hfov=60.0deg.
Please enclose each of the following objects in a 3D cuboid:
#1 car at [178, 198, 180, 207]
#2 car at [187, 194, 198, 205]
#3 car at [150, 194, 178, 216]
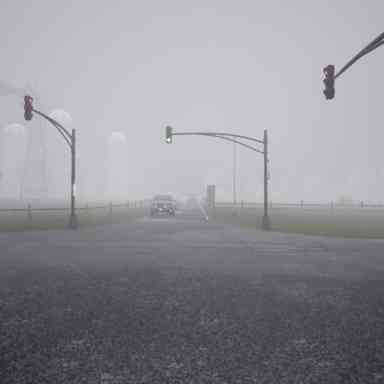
[{"bbox_3d":[-2.844,1.577,43.252,1.812,1.442,4.674,0,0,0],"label":"car"},{"bbox_3d":[0.017,1.588,63.178,1.837,1.490,4.892,0,0,0],"label":"car"},{"bbox_3d":[-2.862,1.260,33.285,2.150,2.045,5.566,0,0,0],"label":"car"}]
